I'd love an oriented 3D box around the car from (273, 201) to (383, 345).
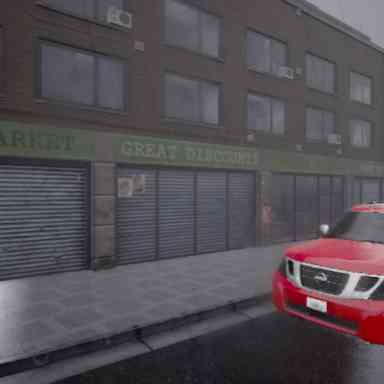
[{"bbox_3d":[3.979,1.221,6.276,5.566,2.045,2.150,0,0,-36],"label":"car"}]
